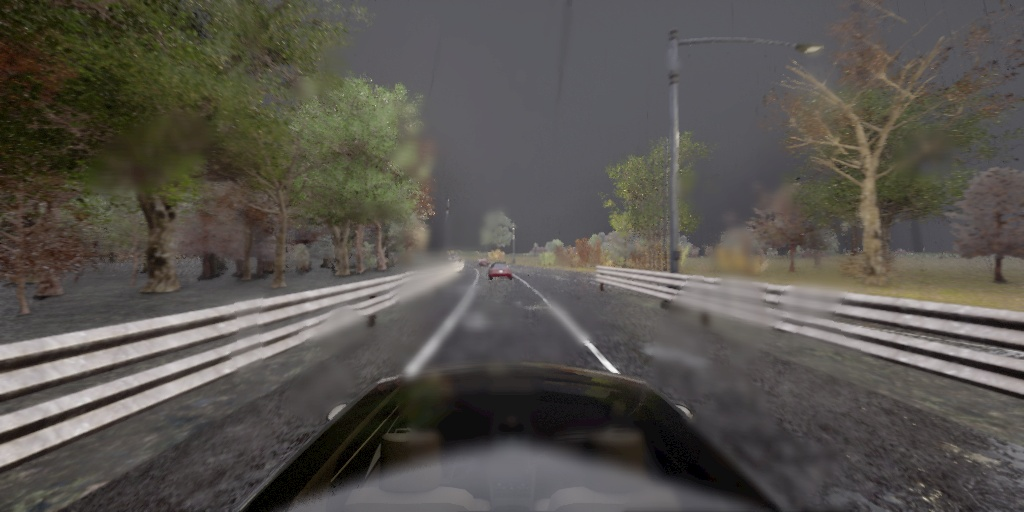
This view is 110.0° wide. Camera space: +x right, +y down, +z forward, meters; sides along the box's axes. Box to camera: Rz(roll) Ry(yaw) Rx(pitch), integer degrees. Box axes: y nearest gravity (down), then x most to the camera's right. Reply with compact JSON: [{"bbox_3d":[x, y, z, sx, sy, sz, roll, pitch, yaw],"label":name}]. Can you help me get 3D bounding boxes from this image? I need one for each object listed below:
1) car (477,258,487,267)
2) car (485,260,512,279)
[{"bbox_3d":[-5.147,1.152,63.915,1.812,1.442,4.674,0,0,-10],"label":"car"},{"bbox_3d":[-1.111,1.270,31.911,1.994,1.385,4.181,0,0,-5],"label":"car"}]
